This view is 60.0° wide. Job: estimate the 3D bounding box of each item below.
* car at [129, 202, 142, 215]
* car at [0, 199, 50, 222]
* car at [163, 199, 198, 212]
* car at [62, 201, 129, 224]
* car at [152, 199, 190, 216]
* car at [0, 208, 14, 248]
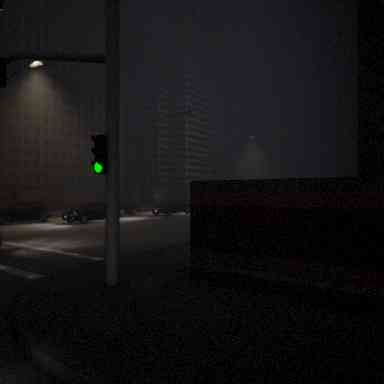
[{"bbox_3d":[-7.121,1.547,31.478,2.033,1.411,5.357,0,0,36],"label":"car"},{"bbox_3d":[-12.662,1.352,23.793,2.097,1.767,4.553,0,0,36],"label":"car"},{"bbox_3d":[-1.322,1.564,39.470,1.994,1.385,4.181,0,0,36],"label":"car"},{"bbox_3d":[-7.400,1.505,25.121,1.837,1.490,4.892,0,0,36],"label":"car"},{"bbox_3d":[-1.898,1.491,32.717,2.128,1.511,4.902,0,0,36],"label":"car"},{"bbox_3d":[-8.816,1.477,10.668,1.882,1.535,5.008,0,0,35],"label":"car"}]
